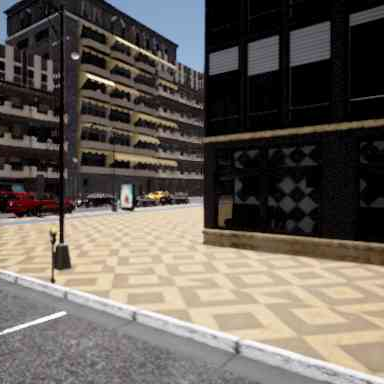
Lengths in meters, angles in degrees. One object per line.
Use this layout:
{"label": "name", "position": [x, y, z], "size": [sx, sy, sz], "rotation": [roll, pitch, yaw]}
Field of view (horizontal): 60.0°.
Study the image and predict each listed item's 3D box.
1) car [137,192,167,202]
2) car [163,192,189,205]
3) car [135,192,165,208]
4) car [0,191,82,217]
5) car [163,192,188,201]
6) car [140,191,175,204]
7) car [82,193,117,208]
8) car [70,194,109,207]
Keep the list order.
{"label": "car", "position": [-5.790, 0.715, 48.831], "size": [2.008, 1.369, 4.403], "rotation": [2, 2, 35]}
{"label": "car", "position": [-2.069, 0.879, 39.536], "size": [1.947, 1.339, 4.313], "rotation": [2, 2, 35]}
{"label": "car", "position": [-5.250, 0.984, 34.991], "size": [1.947, 1.339, 4.313], "rotation": [2, 2, 35]}
{"label": "car", "position": [-11.611, 0.941, 25.896], "size": [2.192, 1.841, 5.009], "rotation": [2, 2, 35]}
{"label": "car", "position": [-2.610, 0.640, 53.374], "size": [1.802, 1.307, 4.206], "rotation": [2, 2, 35]}
{"label": "car", "position": [-4.687, 0.689, 45.893], "size": [1.882, 1.535, 5.008], "rotation": [0, 1, 35]}
{"label": "car", "position": [-10.640, 0.899, 37.408], "size": [2.128, 1.511, 4.902], "rotation": [0, 1, 35]}
{"label": "car", "position": [-12.151, 0.956, 39.745], "size": [1.802, 1.307, 4.206], "rotation": [2, 2, 35]}
